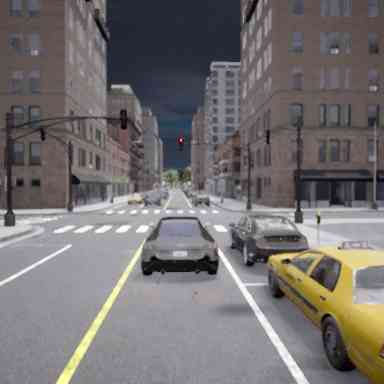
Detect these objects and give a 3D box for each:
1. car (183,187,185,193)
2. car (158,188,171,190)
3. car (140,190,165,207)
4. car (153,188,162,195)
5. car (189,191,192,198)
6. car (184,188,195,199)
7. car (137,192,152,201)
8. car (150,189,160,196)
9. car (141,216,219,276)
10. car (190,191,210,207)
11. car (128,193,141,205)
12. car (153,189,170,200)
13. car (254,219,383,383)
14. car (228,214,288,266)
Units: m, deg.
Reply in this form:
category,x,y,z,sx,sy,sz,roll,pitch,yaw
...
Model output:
category,x,y,z,sx,sy,sz,roll,pitch,yaw
car,-0.348,0.088,71.469,2.192,1.841,5.009,0,1,-2
car,-5.694,0.322,70.393,2.033,1.411,5.357,0,1,-2
car,-4.400,0.860,37.904,1.837,1.490,4.892,0,1,-2
car,-9.090,-0.193,88.150,2.192,1.841,5.009,0,1,-2
car,0.860,0.844,43.095,1.802,1.307,4.206,0,1,-2
car,0.135,0.409,60.120,1.967,1.590,4.097,0,1,-2
car,-7.641,0.645,54.102,1.947,1.339,4.313,0,1,-2
car,-8.607,0.128,76.801,1.967,1.590,4.097,0,1,-2
car,-0.364,1.394,9.855,1.994,1.385,4.181,0,1,-2
car,1.101,0.910,37.418,2.008,1.369,4.403,0,1,-2
car,-7.151,0.803,42.582,1.752,1.417,4.829,0,1,-2
car,-5.098,0.624,55.145,1.994,1.385,4.181,0,1,-2
car,2.472,1.430,5.340,1.752,1.417,4.829,0,1,-2
car,2.245,1.366,10.571,2.008,1.369,4.403,0,1,-2
